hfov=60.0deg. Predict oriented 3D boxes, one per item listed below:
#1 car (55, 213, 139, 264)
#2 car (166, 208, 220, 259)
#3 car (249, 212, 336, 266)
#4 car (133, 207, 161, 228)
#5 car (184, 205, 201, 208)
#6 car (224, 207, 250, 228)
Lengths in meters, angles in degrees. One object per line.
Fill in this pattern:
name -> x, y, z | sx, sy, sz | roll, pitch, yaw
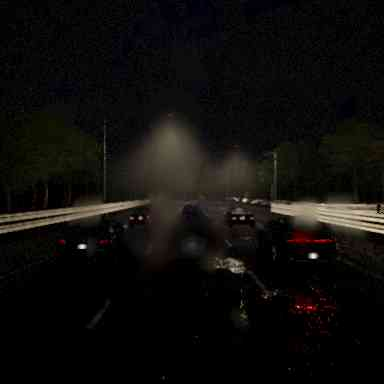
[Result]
car -> -3.460, 1.723, 12.537 | 1.994, 1.385, 4.181 | 0, -1, 0
car -> 0.046, 1.648, 13.470 | 1.882, 1.535, 5.008 | 0, 0, 0
car -> 3.540, 1.659, 12.174 | 1.837, 1.490, 4.892 | 0, -1, 0
car -> -3.490, 1.854, 25.116 | 2.033, 1.411, 5.357 | 0, -1, 0
car -> 0.038, 1.818, 28.479 | 1.882, 1.535, 5.008 | 0, 0, 0
car -> 3.510, 1.855, 25.118 | 2.033, 1.411, 5.357 | 0, -1, 0
